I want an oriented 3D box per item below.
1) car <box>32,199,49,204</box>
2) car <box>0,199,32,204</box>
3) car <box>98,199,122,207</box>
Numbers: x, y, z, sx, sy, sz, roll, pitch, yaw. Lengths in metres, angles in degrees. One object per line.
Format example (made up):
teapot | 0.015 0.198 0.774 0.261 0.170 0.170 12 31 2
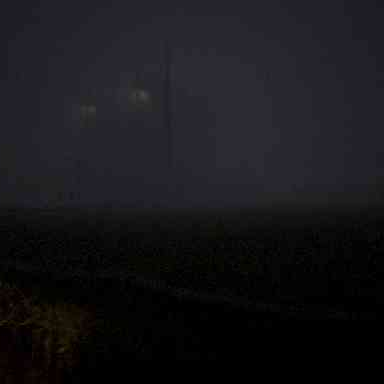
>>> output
car | -32.336 2.186 70.649 4.902 1.511 2.128 -1 0 38
car | -32.580 2.088 60.986 2.242 1.667 4.611 -1 0 39
car | -13.865 1.907 55.996 5.008 1.535 1.882 0 0 39
